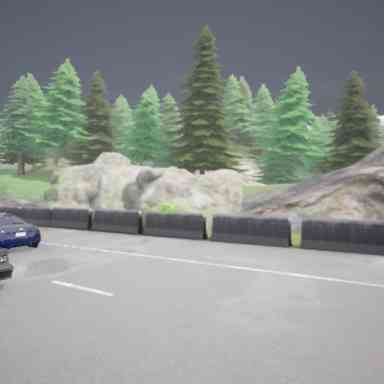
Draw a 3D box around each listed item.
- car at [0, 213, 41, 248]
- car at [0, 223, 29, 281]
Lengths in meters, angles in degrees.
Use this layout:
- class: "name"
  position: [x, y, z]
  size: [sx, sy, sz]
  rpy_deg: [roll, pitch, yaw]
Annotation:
- class: "car"
  position: [-7.949, 1.542, 13.301]
  size: [4.181, 1.385, 1.994]
  rpy_deg: [-1, 1, 33]
- class: "car"
  position: [-6.553, 1.554, 8.184]
  size: [5.357, 1.411, 2.033]
  rpy_deg: [-1, 1, 34]
